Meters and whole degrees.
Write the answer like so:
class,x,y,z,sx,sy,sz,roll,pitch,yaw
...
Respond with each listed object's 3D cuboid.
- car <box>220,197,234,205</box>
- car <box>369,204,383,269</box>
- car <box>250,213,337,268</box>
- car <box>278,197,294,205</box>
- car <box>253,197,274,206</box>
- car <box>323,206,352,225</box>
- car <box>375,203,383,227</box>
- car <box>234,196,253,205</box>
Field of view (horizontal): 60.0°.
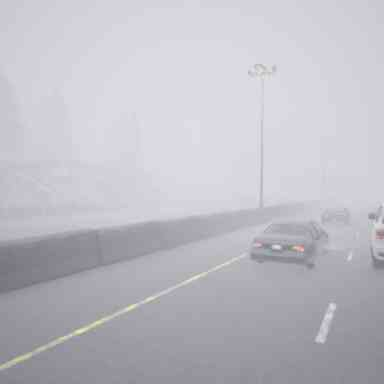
class,x,y,z,sx,sy,sz,roll,pitch,yaw
car,6.853,1.613,61.927,1.994,1.385,4.181,0,1,29
car,7.277,1.360,11.148,2.150,2.045,5.566,0,0,29
car,3.687,1.672,11.892,2.033,1.411,5.357,0,0,29
car,16.062,1.586,56.916,1.812,1.442,4.674,0,1,29
car,12.993,1.604,58.579,2.033,1.411,5.357,0,1,29
car,11.570,1.794,26.400,1.895,1.301,4.718,0,0,29
car,14.966,1.704,25.308,1.837,1.490,4.892,0,0,29
car,9.901,1.531,60.219,1.882,1.535,5.008,0,1,29
